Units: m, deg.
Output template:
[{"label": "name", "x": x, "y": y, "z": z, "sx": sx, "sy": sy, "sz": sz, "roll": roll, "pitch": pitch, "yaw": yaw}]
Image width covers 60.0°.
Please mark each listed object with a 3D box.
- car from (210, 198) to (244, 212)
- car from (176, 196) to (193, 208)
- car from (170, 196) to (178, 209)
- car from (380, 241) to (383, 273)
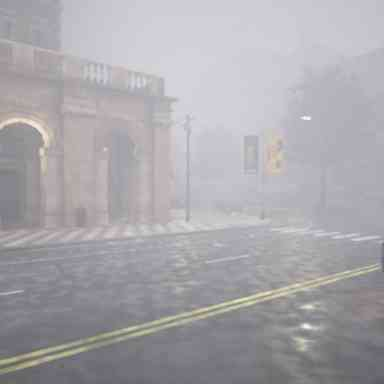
[{"label": "car", "x": 4.076, "y": 1.529, "z": 39.784, "sx": 1.837, "sy": 1.490, "sz": 4.892, "roll": 0, "pitch": 0, "yaw": -35}, {"label": "car", "x": -1.815, "y": 1.379, "z": 48.074, "sx": 2.097, "sy": 1.767, "sz": 4.553, "roll": 0, "pitch": 0, "yaw": -35}, {"label": "car", "x": -4.377, "y": 1.619, "z": 46.239, "sx": 1.895, "sy": 1.301, "sz": 4.718, "roll": 0, "pitch": 0, "yaw": -36}, {"label": "car", "x": 6.909, "y": 1.485, "z": 8.830, "sx": 5.008, "sy": 1.535, "sz": 1.882, "roll": 0, "pitch": 0, "yaw": -37}]
